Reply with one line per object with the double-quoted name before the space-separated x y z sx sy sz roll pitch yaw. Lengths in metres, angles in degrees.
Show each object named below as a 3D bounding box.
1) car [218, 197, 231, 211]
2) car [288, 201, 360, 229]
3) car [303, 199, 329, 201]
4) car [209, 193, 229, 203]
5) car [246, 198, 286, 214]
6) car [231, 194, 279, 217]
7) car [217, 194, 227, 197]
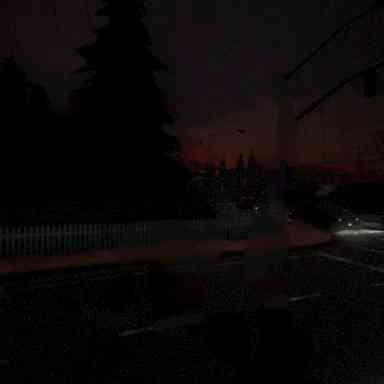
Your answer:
"car" 3.188 1.583 40.206 1.895 1.301 4.718 0 0 -18
"car" 8.779 1.587 22.709 2.033 1.411 5.357 0 0 -18
"car" 10.786 1.389 27.924 2.097 1.767 4.553 0 0 -18
"car" 5.383 1.153 68.163 2.150 2.045 5.566 0 0 -18
"car" 8.023 1.499 36.573 2.128 1.511 4.902 0 0 -18
"car" 5.923 1.362 31.648 2.097 1.767 4.553 0 0 -18
"car" 4.277 1.469 48.340 1.837 1.490 4.892 0 2 -17
